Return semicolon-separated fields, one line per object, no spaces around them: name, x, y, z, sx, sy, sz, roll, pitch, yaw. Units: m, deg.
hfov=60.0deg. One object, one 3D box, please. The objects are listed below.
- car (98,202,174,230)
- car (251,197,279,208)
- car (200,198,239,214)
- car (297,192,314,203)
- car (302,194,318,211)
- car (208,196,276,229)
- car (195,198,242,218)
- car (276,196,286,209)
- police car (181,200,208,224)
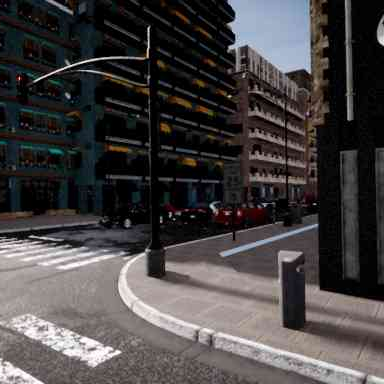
car;-3.534;1.402;20.658;1.837;1.490;4.892;-1;0;36
car;9.528;1.310;43.010;1.947;1.339;4.313;-1;0;36
car;2.865;1.383;33.847;2.008;1.369;4.403;-1;0;36
car;19.518;0.930;56.754;2.192;1.841;5.009;-1;0;36
car;12.973;1.195;33.501;1.947;1.339;4.313;-1;0;36
car;3.069;1.200;19.694;1.967;1.590;4.097;-1;0;36
car;2.403;1.322;28.819;1.837;1.490;4.892;-1;0;36
car;9.366;1.216;38.368;2.128;1.511;4.902;-1;0;36
police car;1.452;1.314;22.241;2.038;1.542;4.974;-1;0;36
